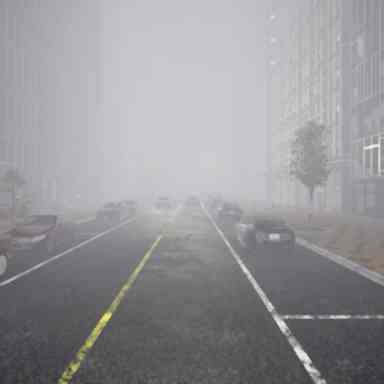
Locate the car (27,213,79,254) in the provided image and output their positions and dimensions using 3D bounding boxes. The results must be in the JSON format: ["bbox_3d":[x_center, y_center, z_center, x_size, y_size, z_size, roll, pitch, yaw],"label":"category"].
[{"bbox_3d":[-5.701,1.490,12.896,1.802,1.307,4.206,0,0,0],"label":"car"}]

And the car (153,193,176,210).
[{"bbox_3d":[-3.132,1.227,37.883,1.837,1.490,4.892,0,0,0],"label":"car"}]

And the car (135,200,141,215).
[{"bbox_3d":[-5.719,1.348,29.972,1.947,1.339,4.313,0,0,0],"label":"car"}]

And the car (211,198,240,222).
[{"bbox_3d":[2.667,1.391,24.281,1.947,1.339,4.313,0,0,0],"label":"car"}]

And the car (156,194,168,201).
[{"bbox_3d":[-5.755,1.061,64.128,2.008,1.369,4.403,0,0,0],"label":"car"}]

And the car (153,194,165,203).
[{"bbox_3d":[-5.749,1.084,58.264,1.752,1.417,4.829,0,0,0],"label":"car"}]

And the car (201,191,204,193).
[{"bbox_3d":[2.644,1.090,47.048,1.967,1.590,4.097,0,0,0],"label":"car"}]

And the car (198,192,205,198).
[{"bbox_3d":[2.596,0.792,92.754,1.752,1.417,4.829,0,1,0],"label":"car"}]

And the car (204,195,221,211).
[{"bbox_3d":[2.656,1.305,35.664,1.947,1.339,4.313,0,0,0],"label":"car"}]

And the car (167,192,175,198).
[{"bbox_3d":[-5.785,0.833,92.589,1.947,1.339,4.313,0,0,0],"label":"car"}]

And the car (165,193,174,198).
[{"bbox_3d":[-5.778,0.868,86.896,2.008,1.369,4.403,0,0,0],"label":"car"}]

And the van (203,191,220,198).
[{"bbox_3d":[2.650,1.036,41.357,1.690,1.788,3.998,0,0,0],"label":"van"}]

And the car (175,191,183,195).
[{"bbox_3d":[-3.082,0.504,78.603,1.837,1.490,4.892,0,0,0],"label":"car"}]

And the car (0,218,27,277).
[{"bbox_3d":[-5.695,1.493,7.202,1.887,1.381,4.507,0,0,0],"label":"car"}]

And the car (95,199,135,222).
[{"bbox_3d":[-5.713,1.369,24.280,1.887,1.381,4.507,0,0,0],"label":"car"}]

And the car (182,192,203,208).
[{"bbox_3d":[0.058,1.176,40.987,1.882,1.535,5.008,0,0,0],"label":"car"}]

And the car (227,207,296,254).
[{"bbox_3d":[2.679,1.474,12.897,1.947,1.339,4.313,0,0,0],"label":"car"}]

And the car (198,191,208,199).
[{"bbox_3d":[2.609,0.682,81.199,2.192,1.841,5.009,0,0,0],"label":"car"}]
